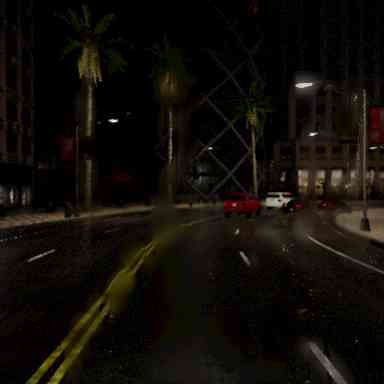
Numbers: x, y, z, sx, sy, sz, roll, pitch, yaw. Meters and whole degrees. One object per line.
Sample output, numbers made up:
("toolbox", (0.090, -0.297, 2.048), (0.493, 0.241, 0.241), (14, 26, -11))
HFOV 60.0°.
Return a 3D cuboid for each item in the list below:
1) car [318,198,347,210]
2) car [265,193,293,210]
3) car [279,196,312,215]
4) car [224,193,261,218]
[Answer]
("car", (16.984, 1.419, 40.089), (4.181, 1.385, 1.994), (0, 0, -41))
("car", (10.704, 1.082, 39.020), (2.150, 2.045, 5.566), (0, 1, 42))
("car", (10.303, 1.408, 32.431), (1.812, 1.442, 4.674), (0, 0, 32))
("car", (4.516, 1.114, 29.277), (2.150, 2.045, 5.566), (0, 0, 24))
